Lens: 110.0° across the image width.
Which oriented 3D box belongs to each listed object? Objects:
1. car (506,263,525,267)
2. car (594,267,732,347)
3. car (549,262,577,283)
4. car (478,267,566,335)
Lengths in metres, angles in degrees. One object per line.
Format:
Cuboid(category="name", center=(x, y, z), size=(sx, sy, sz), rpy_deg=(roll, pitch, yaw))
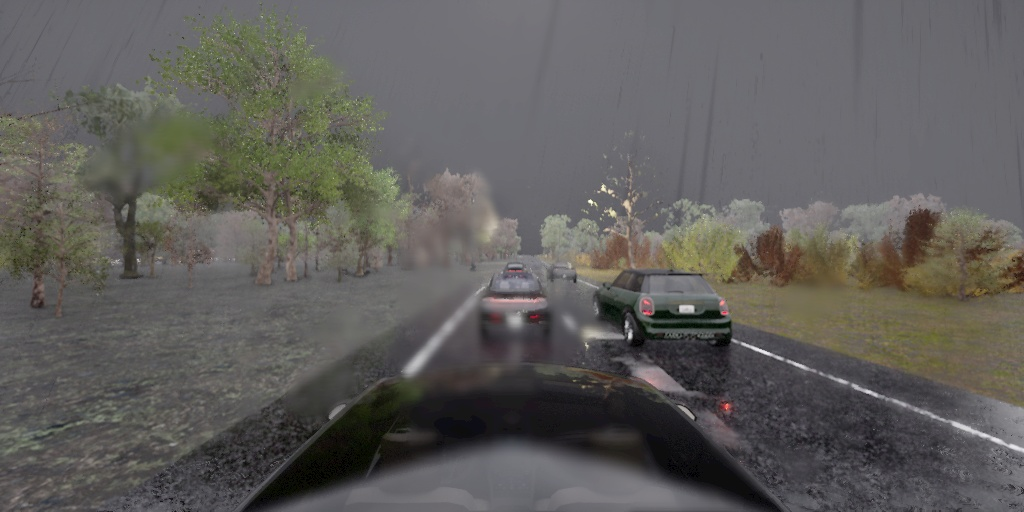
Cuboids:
Cuboid(category="car", center=(0.287, 1.243, 27.693), size=(1.837, 1.490, 4.892), rpy_deg=(0, 0, 1))
Cuboid(category="car", center=(3.593, 1.098, 9.446), size=(2.097, 1.767, 4.553), rpy_deg=(0, 0, 1))
Cuboid(category="car", center=(3.783, 1.229, 27.423), size=(2.128, 1.511, 4.902), rpy_deg=(0, 0, 1))
Cuboid(category="car", center=(0.094, 1.238, 10.479), size=(2.128, 1.511, 4.902), rpy_deg=(0, 0, 0))
